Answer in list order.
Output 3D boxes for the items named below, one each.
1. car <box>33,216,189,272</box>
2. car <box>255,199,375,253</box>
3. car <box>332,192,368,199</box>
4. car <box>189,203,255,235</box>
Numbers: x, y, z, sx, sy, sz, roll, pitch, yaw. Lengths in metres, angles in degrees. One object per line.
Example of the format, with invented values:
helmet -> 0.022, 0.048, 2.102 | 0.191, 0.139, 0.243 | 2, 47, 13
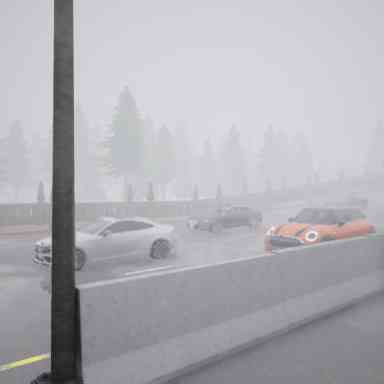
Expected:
car -> -2.605, 1.526, 10.843 | 4.674, 1.442, 1.812 | 0, 0, -38
car -> 4.708, 1.323, 12.059 | 4.553, 1.767, 2.097 | -1, 1, -38
car -> 12.434, 0.774, 26.688 | 4.674, 1.442, 1.812 | -6, 3, -37
car -> 1.929, 1.427, 18.757 | 4.902, 1.511, 2.128 | -2, 1, -38
